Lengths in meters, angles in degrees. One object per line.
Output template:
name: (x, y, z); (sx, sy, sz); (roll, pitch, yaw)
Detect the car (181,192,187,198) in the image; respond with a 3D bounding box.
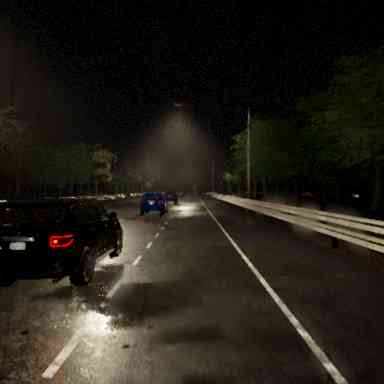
car: (-3.322, 0.828, 92.260); (2.097, 1.767, 4.553); (0, 0, 0)

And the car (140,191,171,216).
car: (-3.464, 1.046, 30.966); (2.150, 2.045, 5.566); (0, 0, 0)

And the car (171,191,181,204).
car: (-3.410, 0.914, 54.127); (2.150, 2.045, 5.566); (0, 0, 0)

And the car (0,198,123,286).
car: (-3.499, 1.168, 9.370); (2.150, 2.045, 5.566); (0, 0, 0)
